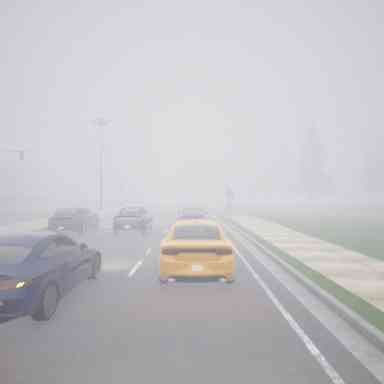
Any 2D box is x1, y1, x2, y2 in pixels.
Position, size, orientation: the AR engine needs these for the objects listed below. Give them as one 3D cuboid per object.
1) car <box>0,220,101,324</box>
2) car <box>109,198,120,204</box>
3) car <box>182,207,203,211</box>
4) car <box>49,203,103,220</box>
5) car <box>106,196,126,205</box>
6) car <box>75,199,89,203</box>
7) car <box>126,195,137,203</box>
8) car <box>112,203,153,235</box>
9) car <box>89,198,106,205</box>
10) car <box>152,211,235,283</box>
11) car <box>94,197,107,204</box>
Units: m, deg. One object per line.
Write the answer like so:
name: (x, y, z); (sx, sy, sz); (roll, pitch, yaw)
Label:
car: (-3.404, 1.582, 7.196); (1.812, 1.442, 4.674); (0, 0, 0)
car: (-19.611, 2.200, 84.212); (1.994, 1.385, 4.181); (0, 0, 0)
car: (0.047, 1.691, 21.372); (1.812, 1.442, 4.674); (0, 0, -1)
car: (-6.968, 1.661, 20.056); (1.837, 1.490, 4.892); (0, 0, 0)
car: (-16.139, 1.897, 70.486); (2.097, 1.767, 4.553); (0, 0, 0)
car: (-23.139, 2.138, 70.657); (1.895, 1.301, 4.718); (0, 0, 0)
car: (-16.111, 1.872, 84.139); (2.150, 2.045, 5.566); (0, 0, 0)
car: (-3.467, 1.647, 20.086); (2.128, 1.511, 4.902); (0, 0, 0)
car: (-19.638, 2.086, 71.000); (2.033, 1.411, 5.357); (0, 0, 0)
car: (0.118, 1.555, 9.907); (1.882, 1.535, 5.008); (0, 0, 0)
car: (-23.111, 2.125, 84.149); (1.882, 1.535, 5.008); (0, 0, 0)
